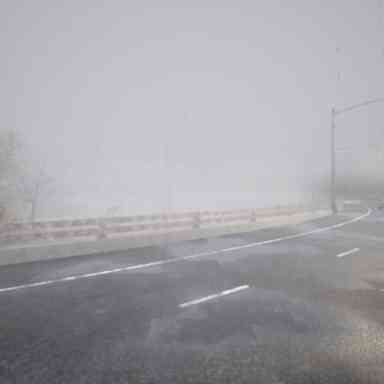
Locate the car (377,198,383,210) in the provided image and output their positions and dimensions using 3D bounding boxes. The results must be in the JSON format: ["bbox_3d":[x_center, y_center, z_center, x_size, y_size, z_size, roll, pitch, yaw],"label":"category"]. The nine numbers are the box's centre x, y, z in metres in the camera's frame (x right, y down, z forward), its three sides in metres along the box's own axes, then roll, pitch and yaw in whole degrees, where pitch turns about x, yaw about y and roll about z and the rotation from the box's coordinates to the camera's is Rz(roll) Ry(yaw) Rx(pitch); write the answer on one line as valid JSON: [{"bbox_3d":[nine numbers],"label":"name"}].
[{"bbox_3d":[23.311,1.430,39.795,2.033,1.411,5.357,0,0,27],"label":"car"}]
